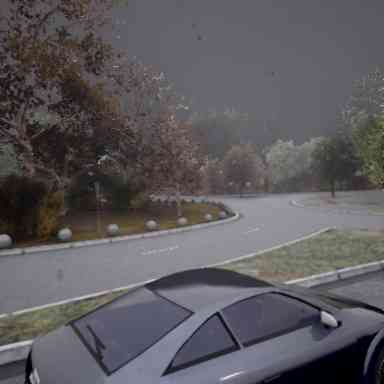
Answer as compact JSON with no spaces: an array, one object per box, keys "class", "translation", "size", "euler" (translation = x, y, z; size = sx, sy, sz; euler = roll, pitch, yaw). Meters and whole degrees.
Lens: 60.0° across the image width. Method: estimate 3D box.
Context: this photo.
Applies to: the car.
[{"class":"car","translation":[0.489,1.568,3.609],"size":[4.181,1.385,1.994],"euler":[0,0,-33]}]
